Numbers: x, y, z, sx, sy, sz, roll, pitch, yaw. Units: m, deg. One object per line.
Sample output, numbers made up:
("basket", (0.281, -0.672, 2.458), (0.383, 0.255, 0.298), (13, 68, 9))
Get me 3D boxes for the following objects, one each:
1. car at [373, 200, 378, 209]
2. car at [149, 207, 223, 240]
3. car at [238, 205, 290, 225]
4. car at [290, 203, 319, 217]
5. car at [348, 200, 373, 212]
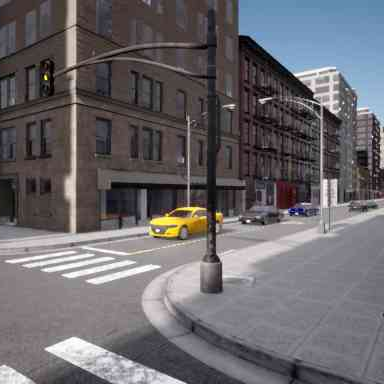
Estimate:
("car", (27.777, 1.904, 52.043), (1.994, 1.385, 4.181), (0, 0, 35))
("car", (-0.188, 1.575, 17.872), (1.882, 1.535, 5.008), (0, 0, 35))
("car", (5.551, 1.704, 25.932), (2.033, 1.411, 5.357), (0, 0, 35))
("car", (11.535, 1.815, 34.314), (1.895, 1.301, 4.718), (0, 0, 36))
("car", (22.023, 1.781, 43.966), (2.128, 1.511, 4.902), (0, 0, 36))
